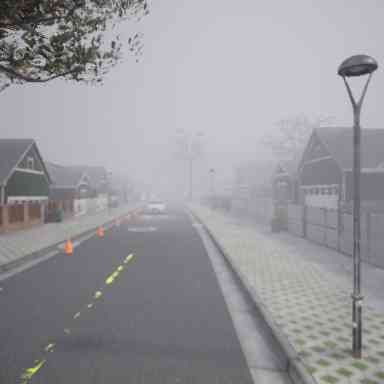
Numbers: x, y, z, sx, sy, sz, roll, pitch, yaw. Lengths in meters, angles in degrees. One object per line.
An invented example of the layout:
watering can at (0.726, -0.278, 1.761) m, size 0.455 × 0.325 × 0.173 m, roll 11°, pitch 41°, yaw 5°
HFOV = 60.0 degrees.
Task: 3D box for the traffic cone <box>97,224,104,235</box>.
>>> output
traffic cone at (-4.816, 1.959, 17.509) m, size 0.340 × 0.580 × 0.340 m, roll 0°, pitch 0°, yaw -2°

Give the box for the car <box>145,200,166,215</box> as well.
car at (-3.686, 1.530, 34.384) m, size 1.812 × 1.442 × 4.674 m, roll 0°, pitch 0°, yaw -4°

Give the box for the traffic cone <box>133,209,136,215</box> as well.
traffic cone at (-5.586, 1.961, 32.433) m, size 0.340 × 0.580 × 0.340 m, roll 0°, pitch 0°, yaw -3°

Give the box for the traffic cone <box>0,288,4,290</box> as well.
traffic cone at (-4.543, 1.955, 7.562) m, size 0.340 × 0.580 × 0.340 m, roll 0°, pitch 0°, yaw -1°

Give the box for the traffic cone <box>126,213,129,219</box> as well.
traffic cone at (-5.288, 1.962, 27.449) m, size 0.340 × 0.580 × 0.340 m, roll 0°, pitch 0°, yaw -3°

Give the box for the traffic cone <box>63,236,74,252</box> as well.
traffic cone at (-4.655, 1.956, 12.537) m, size 0.340 × 0.580 × 0.340 m, roll 0°, pitch 0°, yaw -2°
